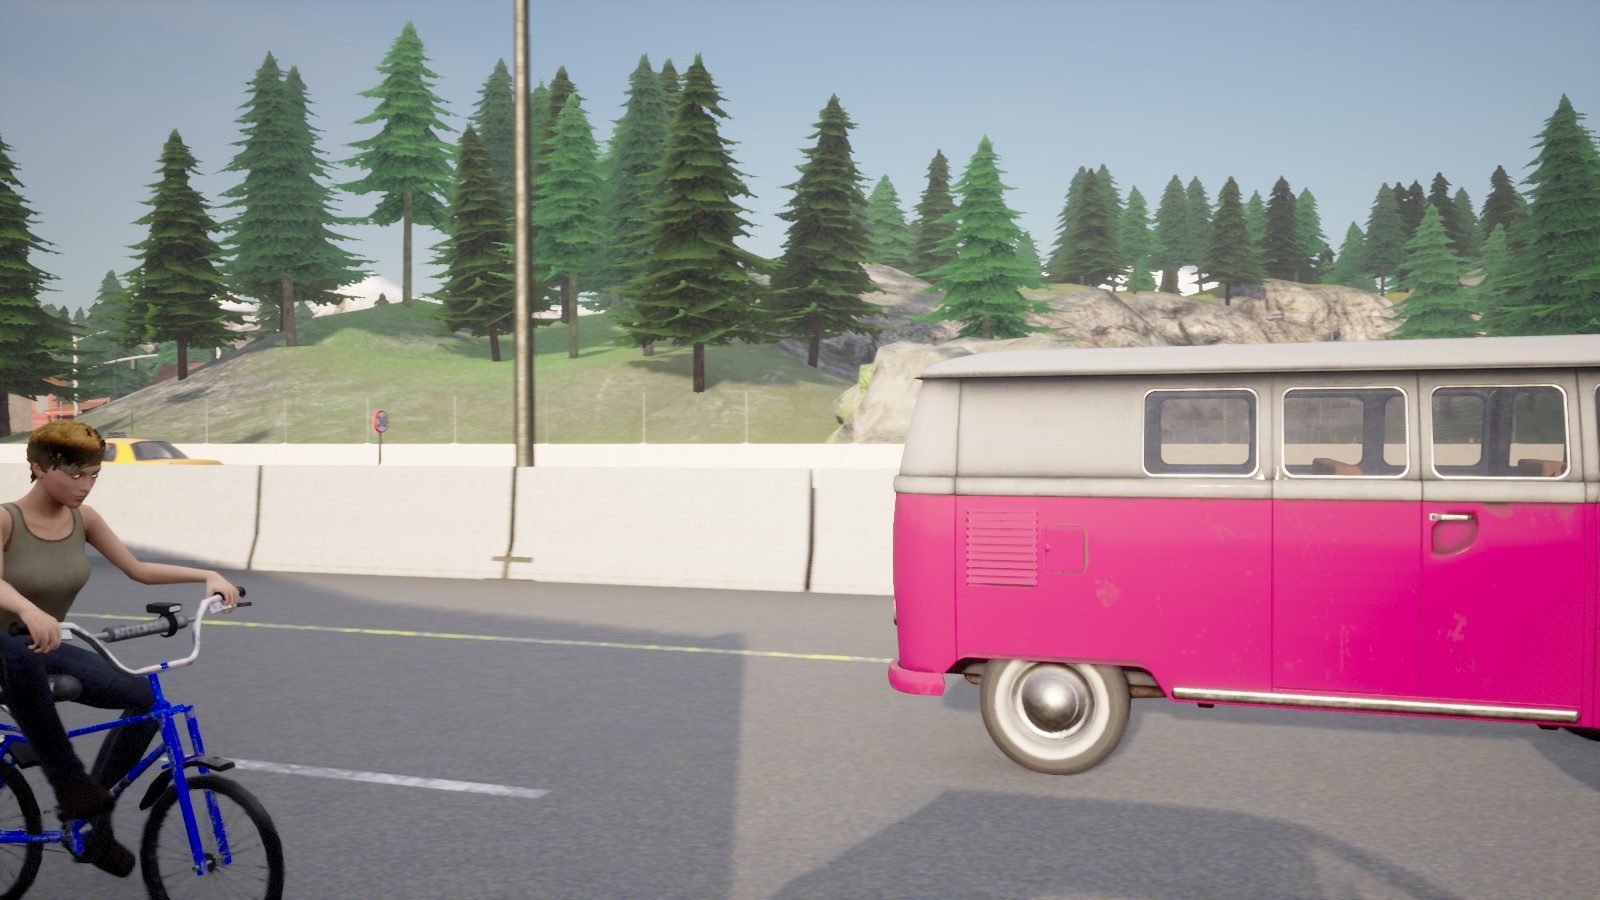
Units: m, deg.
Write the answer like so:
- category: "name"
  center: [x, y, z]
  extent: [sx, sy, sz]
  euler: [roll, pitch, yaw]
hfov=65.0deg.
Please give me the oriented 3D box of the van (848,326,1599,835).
- category: "van"
  center: [2.615, 0.493, 6.002]
  extent: [4.442, 1.987, 1.775]
  euler: [1, 1, 19]

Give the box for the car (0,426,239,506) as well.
- category: "car"
  center: [-14.725, 0.284, 26.635]
  extent: [5.366, 1.575, 1.801]
  euler: [1, 1, 19]

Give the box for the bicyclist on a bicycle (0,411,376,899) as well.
- category: "bicyclist on a bicycle"
  center: [-2.245, 0.691, 3.953]
  extent: [1.509, 1.612, 0.866]
  euler: [1, 1, 19]
